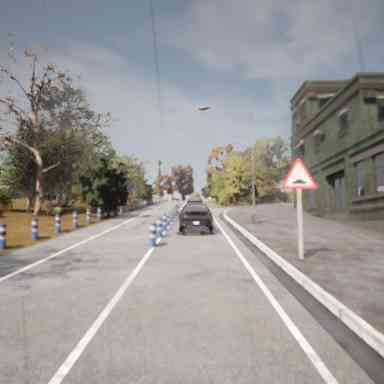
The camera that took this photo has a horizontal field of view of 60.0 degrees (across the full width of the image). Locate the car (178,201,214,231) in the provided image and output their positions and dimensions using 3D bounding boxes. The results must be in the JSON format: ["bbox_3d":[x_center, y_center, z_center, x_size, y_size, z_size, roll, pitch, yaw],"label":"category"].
[{"bbox_3d":[0.220,1.414,19.577,1.837,1.490,4.892,0,-2,0],"label":"car"}]

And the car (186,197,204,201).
[{"bbox_3d":[0.297,1.325,37.873,1.882,1.535,5.008,-2,0,0],"label":"car"}]
